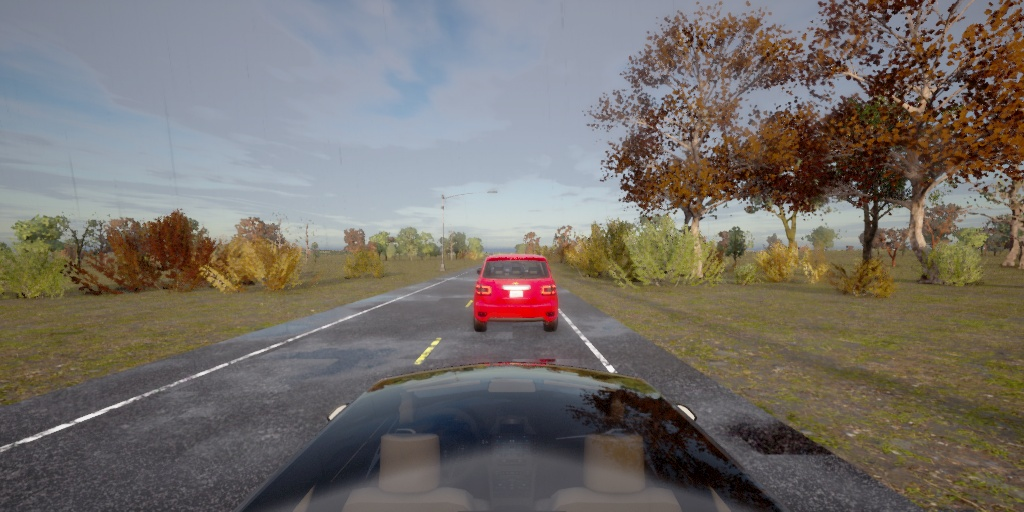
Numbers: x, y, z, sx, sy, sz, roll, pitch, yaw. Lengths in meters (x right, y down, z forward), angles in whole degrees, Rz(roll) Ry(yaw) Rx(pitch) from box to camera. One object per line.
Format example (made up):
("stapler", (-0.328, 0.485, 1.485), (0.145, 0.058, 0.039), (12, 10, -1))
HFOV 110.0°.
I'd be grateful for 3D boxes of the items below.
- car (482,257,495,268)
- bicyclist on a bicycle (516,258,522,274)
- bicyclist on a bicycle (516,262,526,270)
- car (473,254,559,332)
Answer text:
("car", (-3.986, 1.083, 61.633), (2.097, 1.767, 4.553), (0, 0, 0))
("bicyclist on a bicycle", (0.784, 1.106, 40.182), (0.659, 1.776, 1.843), (0, 0, 0))
("bicyclist on a bicycle", (0.859, 1.109, 30.169), (0.659, 1.776, 1.843), (0, 0, 0))
("car", (0.078, 0.968, 10.990), (2.150, 2.045, 5.566), (0, 0, -1))
